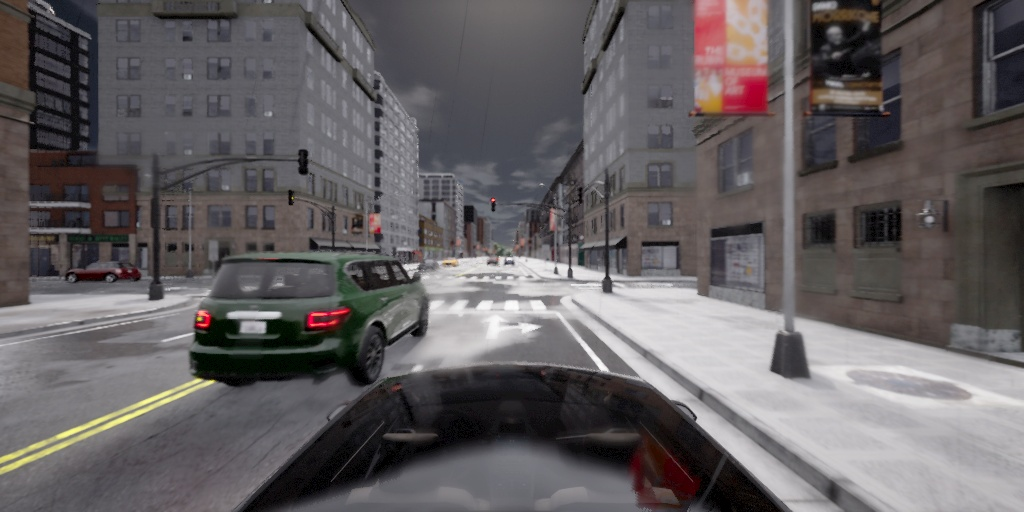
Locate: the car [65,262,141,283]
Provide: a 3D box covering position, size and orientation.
[{"bbox_3d":[-30.236,1.153,26.551,4.097,1.591,1.967,0,0,0],"label":"car"}]

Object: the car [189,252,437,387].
[{"bbox_3d":[-3.178,0.956,7.067,2.150,2.045,5.566,0,0,0],"label":"car"}]

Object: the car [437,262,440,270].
[{"bbox_3d":[-10.129,1.112,44.079,1.812,1.442,4.674,0,0,0],"label":"car"}]

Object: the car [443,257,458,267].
[{"bbox_3d":[-10.205,0.986,60.061,1.882,1.535,5.008,0,0,0],"label":"car"}]
